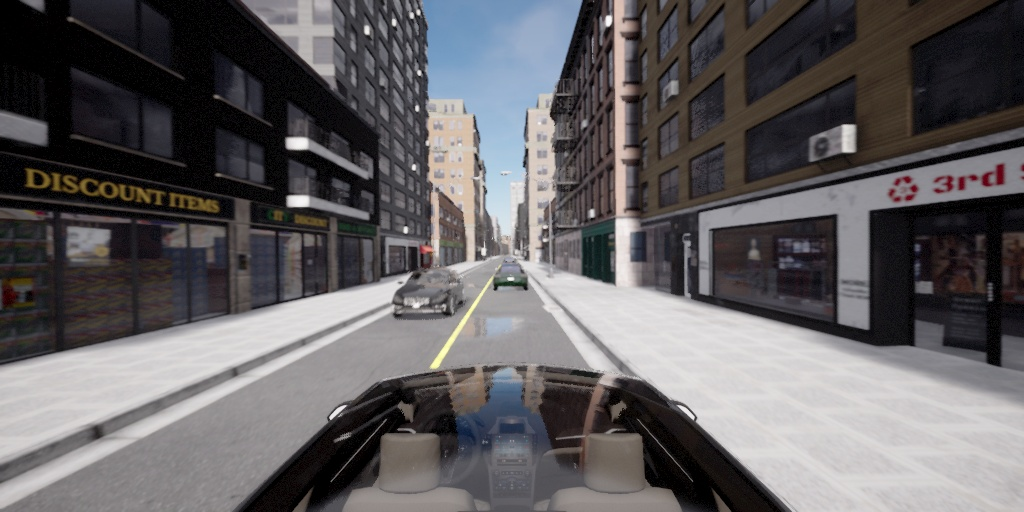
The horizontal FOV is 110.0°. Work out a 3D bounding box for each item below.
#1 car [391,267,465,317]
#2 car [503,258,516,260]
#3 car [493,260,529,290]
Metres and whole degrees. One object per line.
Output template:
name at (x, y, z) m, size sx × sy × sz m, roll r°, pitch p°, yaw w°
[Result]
car at (-2.829, 1.190, 12.931) m, size 1.837 × 1.490 × 4.892 m, roll -1°, pitch 1°, yaw -1°
car at (-0.237, 0.920, 38.787) m, size 2.128 × 1.511 × 4.902 m, roll -1°, pitch 1°, yaw 0°
car at (-0.079, 1.150, 21.086) m, size 1.994 × 1.385 × 4.181 m, roll -1°, pitch 1°, yaw 0°
